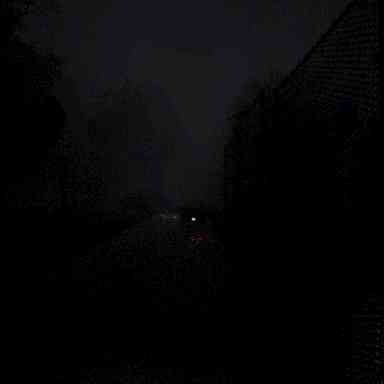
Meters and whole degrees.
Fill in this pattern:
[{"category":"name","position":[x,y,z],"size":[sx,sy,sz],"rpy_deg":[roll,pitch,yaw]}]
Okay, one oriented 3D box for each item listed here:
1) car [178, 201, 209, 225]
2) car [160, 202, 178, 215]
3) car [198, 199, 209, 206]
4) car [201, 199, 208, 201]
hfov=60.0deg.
[{"category":"car","position":[0.130,1.643,25.360],"size":[1.837,1.490,4.892],"rpy_deg":[0,-1,1]},{"category":"car","position":[-2.438,1.872,38.325],"size":[1.994,1.385,4.181],"rpy_deg":[0,-1,3]},{"category":"car","position":[2.870,2.540,79.545],"size":[1.837,1.490,4.892],"rpy_deg":[0,-2,12]},{"category":"car","position":[0.774,1.884,43.031],"size":[2.128,1.511,4.902],"rpy_deg":[0,-1,4]}]
